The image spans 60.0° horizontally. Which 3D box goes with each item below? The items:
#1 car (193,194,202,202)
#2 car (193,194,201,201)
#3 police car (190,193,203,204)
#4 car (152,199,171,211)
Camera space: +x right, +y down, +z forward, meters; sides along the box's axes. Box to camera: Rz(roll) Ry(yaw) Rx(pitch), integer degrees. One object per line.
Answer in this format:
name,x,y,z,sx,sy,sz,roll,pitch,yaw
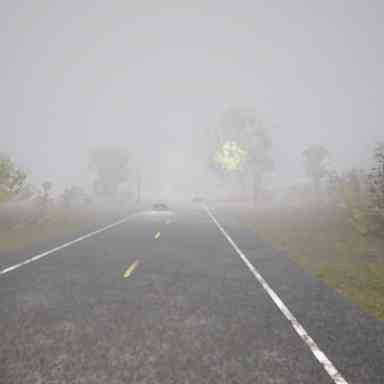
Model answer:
car,1.055,1.267,70.994,1.882,1.535,5.008,0,0,0
car,1.055,1.225,77.185,1.801,1.575,5.366,0,0,0
police car,1.055,1.246,61.102,1.930,1.638,5.238,0,0,0
car,-3.586,1.488,39.647,1.895,1.301,4.718,0,0,0
